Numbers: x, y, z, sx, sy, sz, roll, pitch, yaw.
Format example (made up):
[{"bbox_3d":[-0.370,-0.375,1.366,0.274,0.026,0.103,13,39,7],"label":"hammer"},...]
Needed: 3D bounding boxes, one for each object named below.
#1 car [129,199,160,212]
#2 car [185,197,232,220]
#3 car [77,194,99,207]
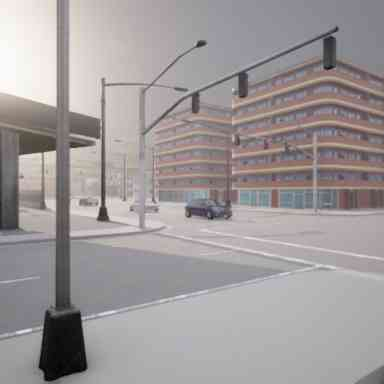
[{"bbox_3d":[-5.466,1.518,37.562,1.812,1.442,4.674,0,0,-37],"label":"car"},{"bbox_3d":[1.351,1.344,28.399,2.097,1.767,4.553,0,0,-37],"label":"car"},{"bbox_3d":[-16.113,1.484,51.948,2.128,1.511,4.902,0,0,-36],"label":"car"}]
